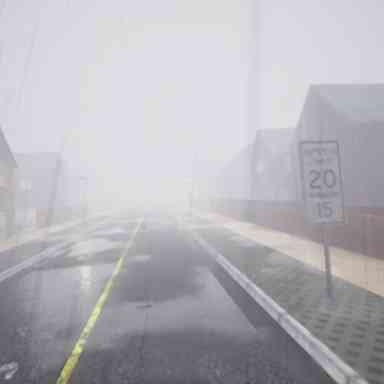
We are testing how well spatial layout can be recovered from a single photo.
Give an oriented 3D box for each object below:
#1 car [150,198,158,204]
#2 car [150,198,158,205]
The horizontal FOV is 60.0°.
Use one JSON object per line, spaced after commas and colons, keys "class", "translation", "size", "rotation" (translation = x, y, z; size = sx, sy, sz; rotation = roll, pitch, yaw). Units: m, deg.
{"class": "car", "translation": [-10.827, 2.508, 94.128], "size": [1.994, 1.385, 4.181], "rotation": [-3, 0, -7]}
{"class": "car", "translation": [-9.653, 2.430, 84.139], "size": [1.837, 1.490, 4.892], "rotation": [-3, 0, -7]}
